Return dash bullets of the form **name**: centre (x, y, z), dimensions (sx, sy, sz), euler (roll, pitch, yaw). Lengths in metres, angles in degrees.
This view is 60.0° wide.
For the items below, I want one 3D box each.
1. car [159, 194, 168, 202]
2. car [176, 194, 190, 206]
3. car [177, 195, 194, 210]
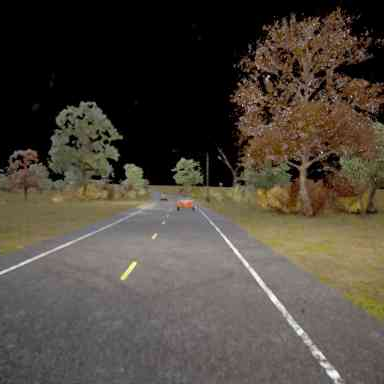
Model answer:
- **car**: centre (-6.172, 1.512, 72.123), dimensions (1.895, 1.301, 4.718), euler (0, 0, -4)
- **car**: centre (-1.485, 1.300, 55.244), dimensions (2.097, 1.767, 4.553), euler (0, 0, -4)
- **car**: centre (-0.840, 1.321, 42.226), dimensions (2.097, 1.767, 4.553), euler (0, 0, -2)
